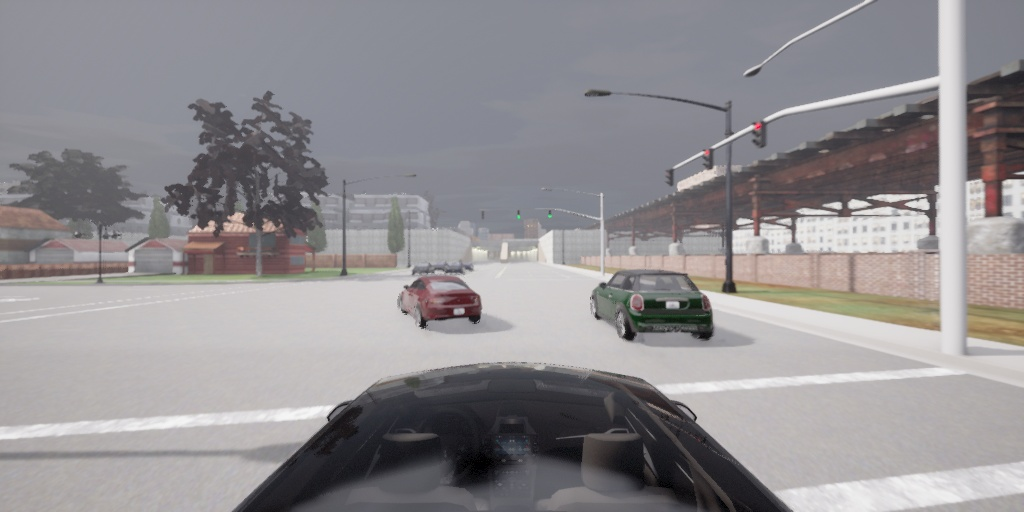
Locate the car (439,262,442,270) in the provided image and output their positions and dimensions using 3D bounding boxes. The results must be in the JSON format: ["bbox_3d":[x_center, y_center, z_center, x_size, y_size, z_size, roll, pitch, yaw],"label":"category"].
[{"bbox_3d":[-10.134,1.508,51.339,2.033,1.411,5.357,0,0,1],"label":"car"}]

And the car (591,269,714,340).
[{"bbox_3d":[3.679,1.153,10.291,2.097,1.767,4.553,0,-1,0],"label":"car"}]

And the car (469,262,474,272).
[{"bbox_3d":[-6.643,1.551,51.656,1.895,1.301,4.718,0,0,1],"label":"car"}]

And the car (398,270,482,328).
[{"bbox_3d":[-2.467,1.351,11.790,1.812,1.442,4.674,0,-1,-27],"label":"car"}]

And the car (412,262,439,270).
[{"bbox_3d":[-10.210,1.465,41.750,1.812,1.442,4.674,0,0,1],"label":"car"}]

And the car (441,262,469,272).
[{"bbox_3d":[-6.700,1.494,42.802,1.994,1.385,4.181,0,0,1],"label":"car"}]
